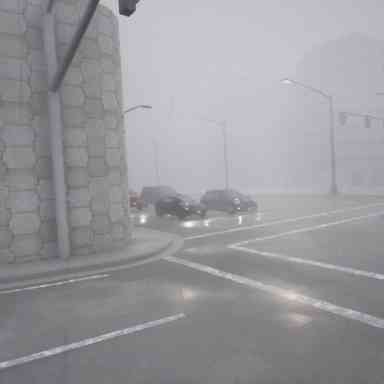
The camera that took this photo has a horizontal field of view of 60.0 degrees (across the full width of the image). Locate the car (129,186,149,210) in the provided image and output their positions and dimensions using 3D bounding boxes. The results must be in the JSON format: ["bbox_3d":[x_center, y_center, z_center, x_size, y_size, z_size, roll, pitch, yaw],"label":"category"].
[{"bbox_3d":[-6.533,0.665,30.793,2.150,2.045,5.566,-5,3,-35],"label":"car"}]

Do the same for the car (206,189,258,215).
[{"bbox_3d":[2.548,0.564,24.002,2.097,1.767,4.553,-5,3,-35],"label":"car"}]

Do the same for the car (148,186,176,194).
[{"bbox_3d":[-2.991,0.431,31.831,2.150,2.045,5.566,-5,3,-35],"label":"car"}]

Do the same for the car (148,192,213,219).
[{"bbox_3d":[-0.919,0.971,22.882,1.812,1.442,4.674,-5,3,-35],"label":"car"}]
